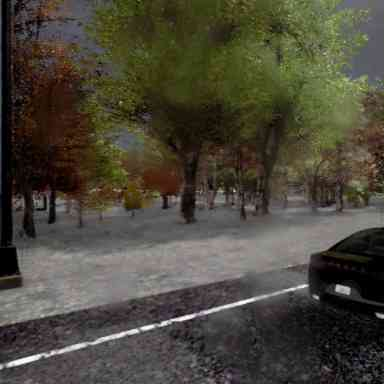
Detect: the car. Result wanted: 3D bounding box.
[{"bbox_3d":[4.529,1.473,6.977,5.008,1.535,1.882,0,0,-35],"label":"car"}]
